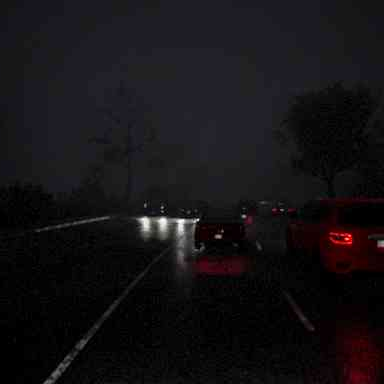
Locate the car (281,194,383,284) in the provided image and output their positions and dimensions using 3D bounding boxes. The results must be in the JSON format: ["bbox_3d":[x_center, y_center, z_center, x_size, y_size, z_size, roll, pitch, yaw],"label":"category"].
[{"bbox_3d":[4.207,1.179,9.501,2.150,2.045,5.566,0,0,5],"label":"car"}]

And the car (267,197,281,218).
[{"bbox_3d":[7.661,1.430,28.251,2.033,1.411,5.357,0,0,16],"label":"car"}]

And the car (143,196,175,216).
[{"bbox_3d":[-2.771,1.188,30.321,2.097,1.767,4.553,0,0,15],"label":"car"}]

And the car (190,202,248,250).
[{"bbox_3d":[1.266,1.410,14.185,1.882,1.535,5.008,0,0,7],"label":"car"}]

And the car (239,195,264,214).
[{"bbox_3d":[5.680,1.340,33.637,2.128,1.511,4.902,0,0,18],"label":"car"}]

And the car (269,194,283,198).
[{"bbox_3d":[17.777,1.234,66.385,2.128,1.511,4.902,1,1,34],"label":"car"}]

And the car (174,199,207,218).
[{"bbox_3d":[0.331,1.362,28.448,1.837,1.490,4.892,0,0,15],"label":"car"}]

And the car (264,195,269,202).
[{"bbox_3d":[14.987,1.220,68.499,2.033,1.411,5.357,1,0,34],"label":"car"}]
